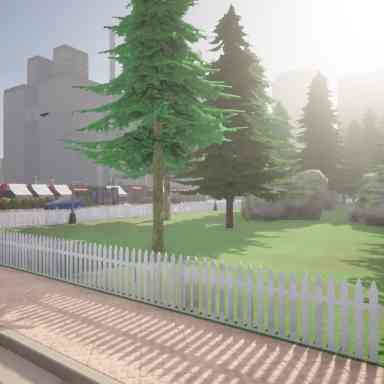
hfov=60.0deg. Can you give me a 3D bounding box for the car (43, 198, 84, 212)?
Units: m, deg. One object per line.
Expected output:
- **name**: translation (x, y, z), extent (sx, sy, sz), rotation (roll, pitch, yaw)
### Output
- **car**: translation (-15.233, 1.478, 39.600), extent (1.882, 1.535, 5.008), rotation (0, 0, 34)

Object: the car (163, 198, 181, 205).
- **car**: translation (-4.086, 1.223, 56.002), extent (2.150, 2.045, 5.566), rotation (0, 0, 35)
